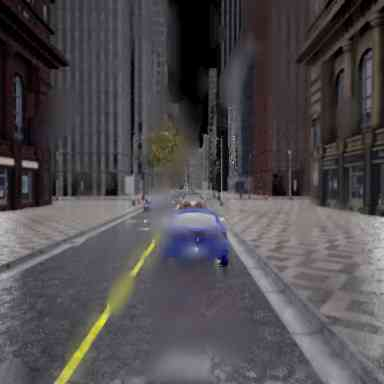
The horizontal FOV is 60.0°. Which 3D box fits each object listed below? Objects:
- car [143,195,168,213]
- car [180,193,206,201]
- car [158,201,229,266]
[{"bbox_3d":[-3.094,1.000,29.098,1.812,1.442,4.674,0,1,0],"label":"car"},{"bbox_3d":[0.078,0.870,26.728,2.097,1.767,4.553,0,1,0],"label":"car"},{"bbox_3d":[0.077,1.279,10.845,1.882,1.535,5.008,0,1,0],"label":"car"}]
